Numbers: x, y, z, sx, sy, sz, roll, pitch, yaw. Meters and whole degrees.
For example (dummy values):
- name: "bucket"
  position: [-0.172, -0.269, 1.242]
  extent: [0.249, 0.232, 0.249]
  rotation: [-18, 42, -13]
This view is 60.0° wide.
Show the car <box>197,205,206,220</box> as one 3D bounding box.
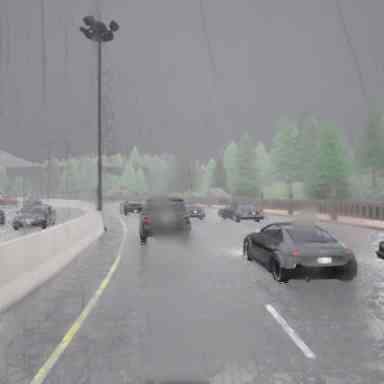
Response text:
- name: "car"
  position: [-0.434, 1.565, 27.577]
  extent: [2.033, 1.411, 5.357]
  rotation: [0, 0, -16]

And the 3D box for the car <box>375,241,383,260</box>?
- name: "car"
  position: [6.660, 1.528, 7.633]
  extent: [2.033, 1.411, 5.357]
  rotation: [0, 0, -5]

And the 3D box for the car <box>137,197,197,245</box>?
- name: "car"
  position: [-1.428, 1.237, 15.957]
  extent: [2.150, 2.045, 5.566]
  rotation: [0, 0, -9]

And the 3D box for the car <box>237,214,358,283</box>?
- name: "car"
  position: [2.876, 1.559, 9.721]
  extent: [1.994, 1.385, 4.181]
  rotation: [0, 0, -6]

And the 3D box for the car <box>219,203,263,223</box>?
- name: "car"
  position: [3.694, 1.549, 25.613]
  extent: [2.033, 1.411, 5.357]
  rotation: [0, 0, -14]

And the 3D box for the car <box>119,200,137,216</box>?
- name: "car"
  position: [-6.177, 1.547, 33.822]
  extent: [1.837, 1.490, 4.892]
  rotation: [0, 0, -20]
